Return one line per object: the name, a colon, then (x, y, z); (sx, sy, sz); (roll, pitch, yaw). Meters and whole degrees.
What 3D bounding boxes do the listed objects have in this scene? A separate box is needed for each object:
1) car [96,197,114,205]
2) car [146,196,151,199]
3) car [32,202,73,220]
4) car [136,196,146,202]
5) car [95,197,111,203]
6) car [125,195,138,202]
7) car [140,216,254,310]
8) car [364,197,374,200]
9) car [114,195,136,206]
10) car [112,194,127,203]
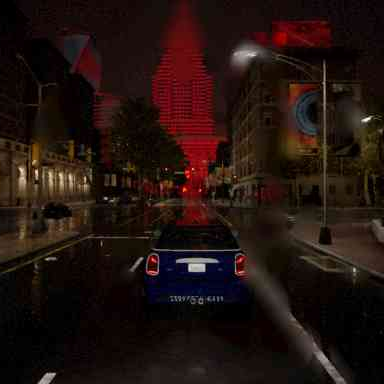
car: (-14.884, 1.553, 57.989); (2.033, 1.411, 5.357); (0, 0, 0)
car: (-11.225, 1.561, 82.377); (1.994, 1.385, 4.181); (0, 0, 0)
car: (-11.511, 1.567, 27.619); (1.994, 1.385, 4.181); (0, 0, 0)
car: (-11.272, 1.485, 68.629); (1.882, 1.535, 5.008); (0, 0, 0)
car: (-18.025, 1.602, 67.491); (1.895, 1.301, 4.718); (0, 0, 0)
car: (-14.730, 1.534, 80.991); (2.128, 1.511, 4.902); (0, 0, 0)
car: (0.100, 1.353, 7.982); (2.097, 1.767, 4.553); (0, 0, 0)
car: (34.674, 1.488, 68.708); (2.231, 1.521, 4.892); (0, 0, 0)
car: (-11.394, 1.532, 56.815); (1.812, 1.442, 4.674); (0, 0, 0)
car: (-14.774, 1.360, 68.099); (2.097, 1.767, 4.553); (0, 0, 0)
